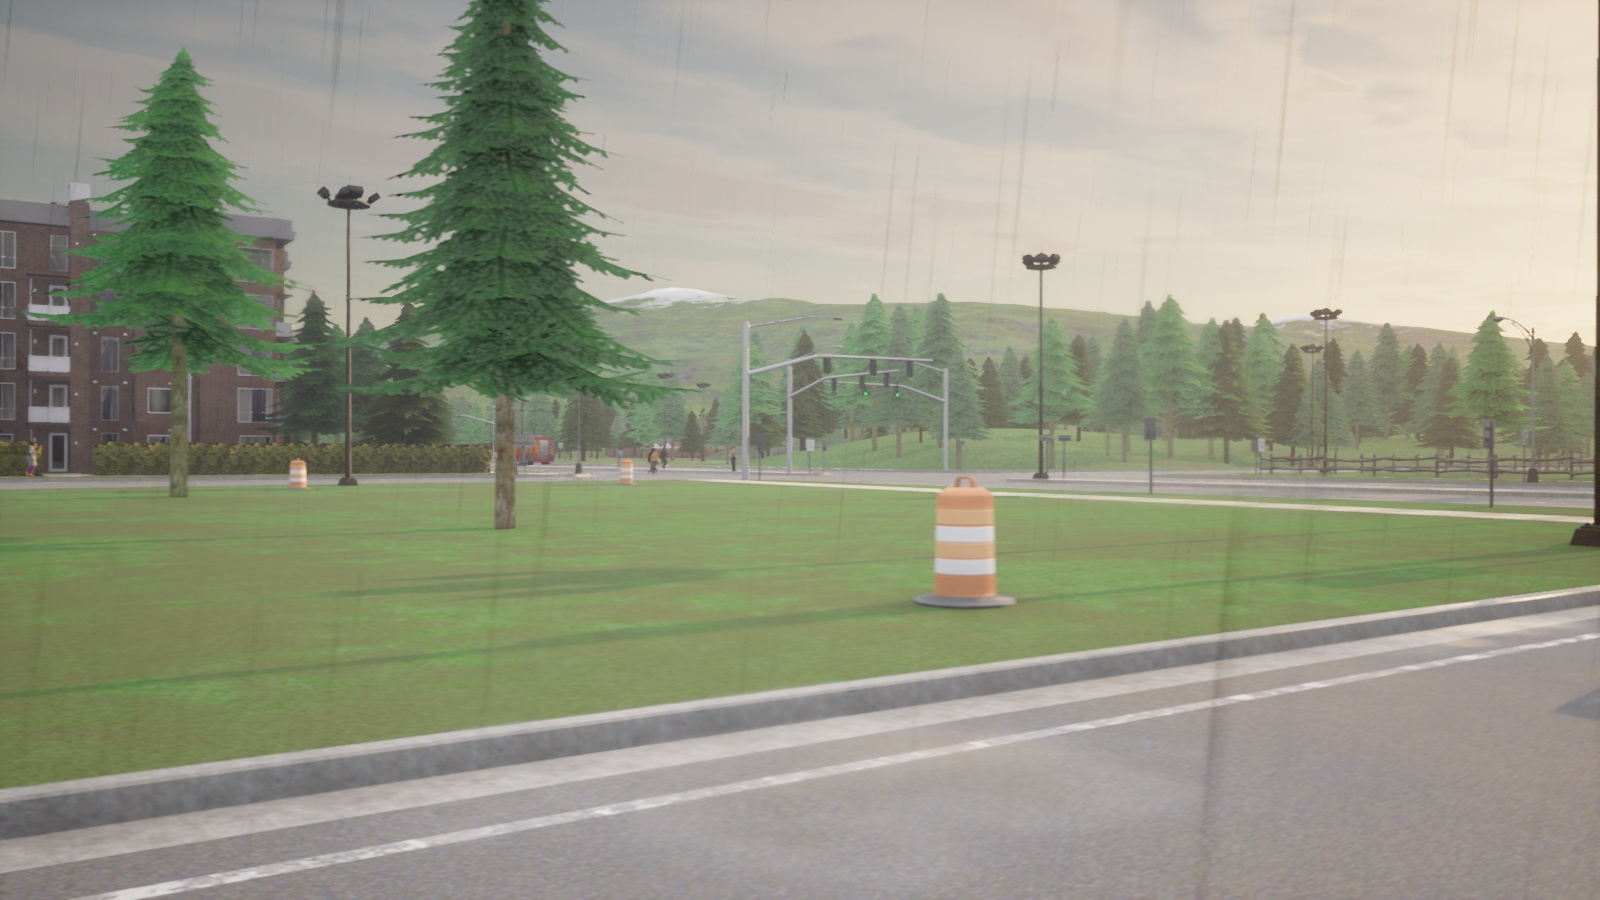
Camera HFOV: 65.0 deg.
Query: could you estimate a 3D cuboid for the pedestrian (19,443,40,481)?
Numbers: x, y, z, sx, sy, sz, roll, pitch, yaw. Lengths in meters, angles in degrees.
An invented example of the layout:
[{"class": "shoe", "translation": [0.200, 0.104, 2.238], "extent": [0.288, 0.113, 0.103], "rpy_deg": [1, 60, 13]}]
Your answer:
[{"class": "pedestrian", "translation": [-39.715, 0.616, 64.707], "extent": [0.873, 1.952, 0.659], "rpy_deg": [0, 0, -34]}]
